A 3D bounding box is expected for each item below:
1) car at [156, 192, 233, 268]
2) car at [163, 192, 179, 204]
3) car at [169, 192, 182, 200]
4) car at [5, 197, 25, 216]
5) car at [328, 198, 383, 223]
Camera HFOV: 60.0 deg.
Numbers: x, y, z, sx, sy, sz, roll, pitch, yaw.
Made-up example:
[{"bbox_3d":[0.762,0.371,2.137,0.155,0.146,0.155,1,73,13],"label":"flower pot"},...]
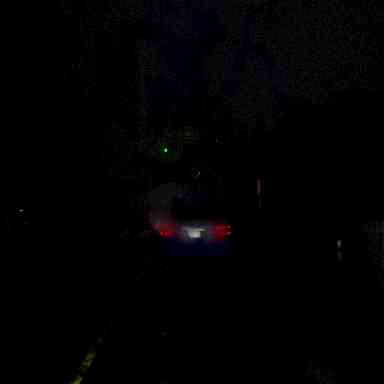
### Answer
[{"bbox_3d":[0.137,1.174,11.342,2.150,2.045,5.566,0,0,2],"label":"car"},{"bbox_3d":[-2.817,0.780,46.430,1.882,1.535,5.008,0,1,0],"label":"car"},{"bbox_3d":[-2.764,0.634,56.736,1.895,1.301,4.718,0,2,0],"label":"car"},{"bbox_3d":[-15.032,1.083,24.607,4.892,1.490,1.837,1,1,1],"label":"car"},{"bbox_3d":[12.726,1.315,24.314,5.009,1.841,2.192,1,0,0],"label":"car"}]
